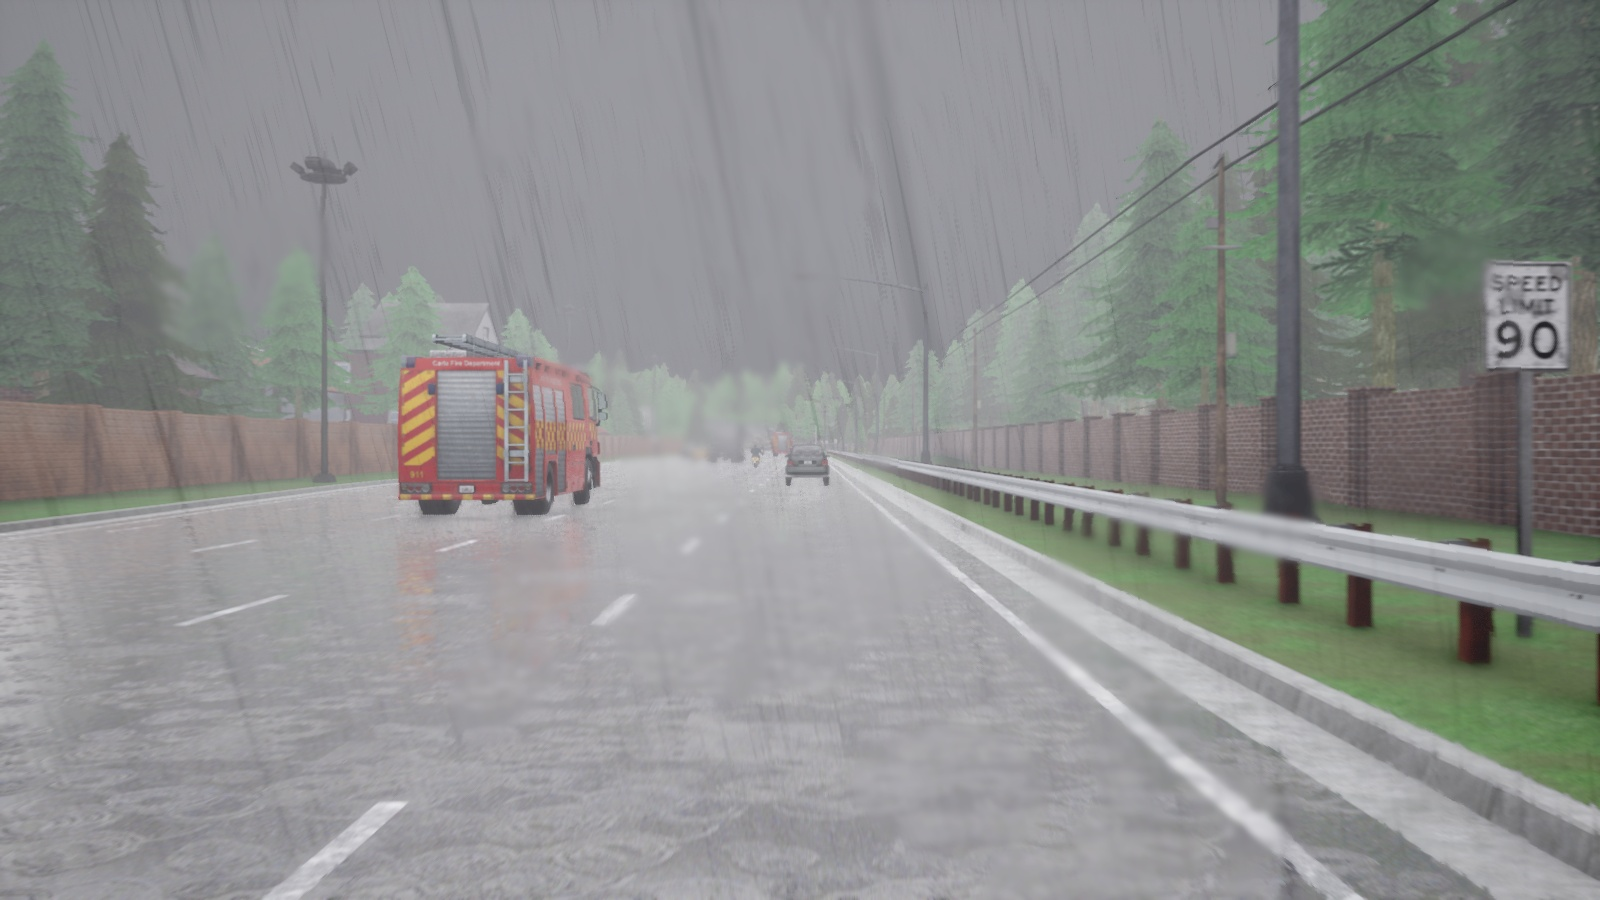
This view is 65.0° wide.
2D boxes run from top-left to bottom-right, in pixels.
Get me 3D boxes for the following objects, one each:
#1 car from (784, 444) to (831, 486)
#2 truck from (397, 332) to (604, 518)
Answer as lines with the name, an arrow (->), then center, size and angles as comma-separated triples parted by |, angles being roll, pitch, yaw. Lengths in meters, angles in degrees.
car -> 0.290, 0.555, 49.095 | 1.789, 1.549, 3.705 | 0, 0, 0
truck -> -6.816, -0.528, 30.023 | 2.891, 3.827, 8.468 | 0, 0, 0
